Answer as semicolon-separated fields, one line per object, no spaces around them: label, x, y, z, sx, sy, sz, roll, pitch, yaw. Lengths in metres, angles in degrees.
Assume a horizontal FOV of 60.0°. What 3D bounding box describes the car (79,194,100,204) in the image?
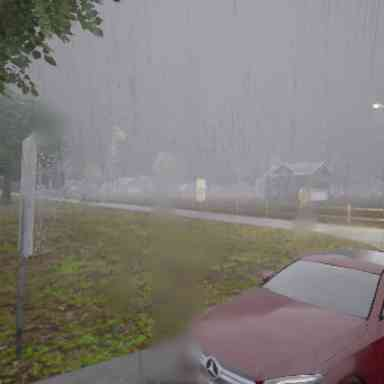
car;-16.329;1.066;52.799;2.033;1.411;5.357;2;-1;-36

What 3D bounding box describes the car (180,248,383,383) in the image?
car;2.056;1.561;4.412;4.674;1.442;1.812;0;0;-35
